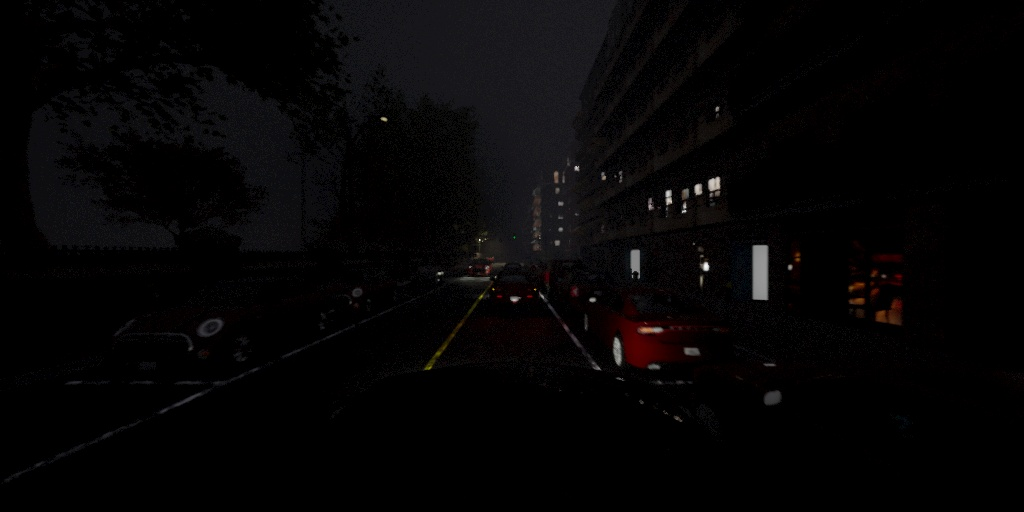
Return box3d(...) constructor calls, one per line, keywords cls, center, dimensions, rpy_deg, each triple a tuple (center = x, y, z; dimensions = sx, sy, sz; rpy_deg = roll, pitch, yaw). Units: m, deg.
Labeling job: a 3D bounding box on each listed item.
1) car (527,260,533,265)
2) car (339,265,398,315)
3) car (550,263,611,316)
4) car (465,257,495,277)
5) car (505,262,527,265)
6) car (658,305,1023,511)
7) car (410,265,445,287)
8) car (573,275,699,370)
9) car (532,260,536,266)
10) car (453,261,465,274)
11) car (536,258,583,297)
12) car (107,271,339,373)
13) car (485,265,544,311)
box3d(cls="car", center=(2.680, 1.170, 41.371), dimensions=(1.967, 1.591, 4.097), rpy_deg=(0, 0, 0))
box3d(cls="car", center=(-5.692, 1.182, 13.216), dimensions=(1.967, 1.591, 4.097), rpy_deg=(0, 0, 0))
box3d(cls="car", center=(2.689, 1.182, 13.220), dimensions=(1.967, 1.591, 4.097), rpy_deg=(0, 0, 0))
box3d(cls="car", center=(-3.106, 1.083, 35.677), dimensions=(2.097, 1.767, 4.553), rpy_deg=(0, 0, 0))
box3d(cls="car", center=(0.081, 1.259, 29.662), dimensions=(1.812, 1.442, 4.674), rpy_deg=(0, 0, 0))
box3d(cls="car", center=(2.693, 1.295, 1.961), dimensions=(1.888, 1.381, 4.507), rpy_deg=(0, 0, 0))
box3d(cls="car", center=(-5.695, 1.286, 24.478), dimensions=(2.007, 1.370, 4.403), rpy_deg=(0, 0, 0))
box3d(cls="car", center=(2.690, 1.291, 7.591), dimensions=(1.888, 1.381, 4.507), rpy_deg=(0, 0, 0))
box3d(cls="car", center=(2.685, 1.176, 24.482), dimensions=(1.967, 1.591, 4.097), rpy_deg=(0, 0, 0))
box3d(cls="car", center=(-5.701, 1.256, 41.199), dimensions=(1.751, 1.417, 4.829), rpy_deg=(0, 0, 0))
box3d(cls="car", center=(2.687, 1.054, 18.850), dimensions=(2.192, 1.841, 5.009), rpy_deg=(0, 0, 0))
box3d(cls="car", center=(-5.690, 1.186, 7.588), dimensions=(1.967, 1.591, 4.097), rpy_deg=(0, 0, 0))
box3d(cls="car", center=(0.086, 1.267, 14.356), dimensions=(1.812, 1.442, 4.674), rpy_deg=(0, 0, 0))
